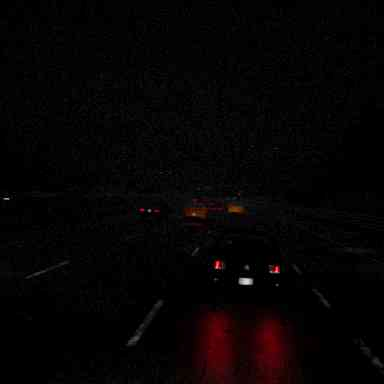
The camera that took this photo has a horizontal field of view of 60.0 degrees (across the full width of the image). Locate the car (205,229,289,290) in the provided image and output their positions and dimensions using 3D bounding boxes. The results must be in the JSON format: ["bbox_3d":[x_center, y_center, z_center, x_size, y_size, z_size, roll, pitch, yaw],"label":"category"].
[{"bbox_3d":[1.502,1.733,9.627,1.895,1.301,4.718,3,0,7],"label":"car"}]

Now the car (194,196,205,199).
[{"bbox_3d":[1.549,1.828,65.565,2.150,2.045,5.566,3,-1,7],"label":"car"}]

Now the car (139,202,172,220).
[{"bbox_3d":[-3.081,1.565,29.072,2.033,1.411,5.357,3,0,7],"label":"car"}]

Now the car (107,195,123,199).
[{"bbox_3d":[-15.554,1.285,69.761,1.895,1.301,4.718,3,-1,7],"label":"car"}]

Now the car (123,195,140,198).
[{"bbox_3d":[-12.079,1.391,69.350,2.128,1.511,4.902,3,-1,7],"label":"car"}]

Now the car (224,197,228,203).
[{"bbox_3d":[6.991,2.535,80.867,1.882,1.535,5.008,3,-1,7],"label":"car"}]

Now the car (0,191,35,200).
[{"bbox_3d":[-16.901,0.670,31.352,2.097,1.767,4.553,3,0,8],"label":"car"}]

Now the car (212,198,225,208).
[{"bbox_3d":[4.992,2.382,65.090,1.895,1.301,4.718,3,-1,7],"label":"car"}]

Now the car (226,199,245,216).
[{"bbox_3d":[5.554,2.046,41.592,1.882,1.535,5.008,3,-1,7],"label":"car"}]

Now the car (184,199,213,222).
[{"bbox_3d":[0.487,1.683,29.392,1.882,1.535,5.008,3,0,7],"label":"car"}]

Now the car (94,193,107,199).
[{"bbox_3d":[-19.015,1.038,70.233,1.812,1.442,4.674,3,-1,7],"label":"car"}]
